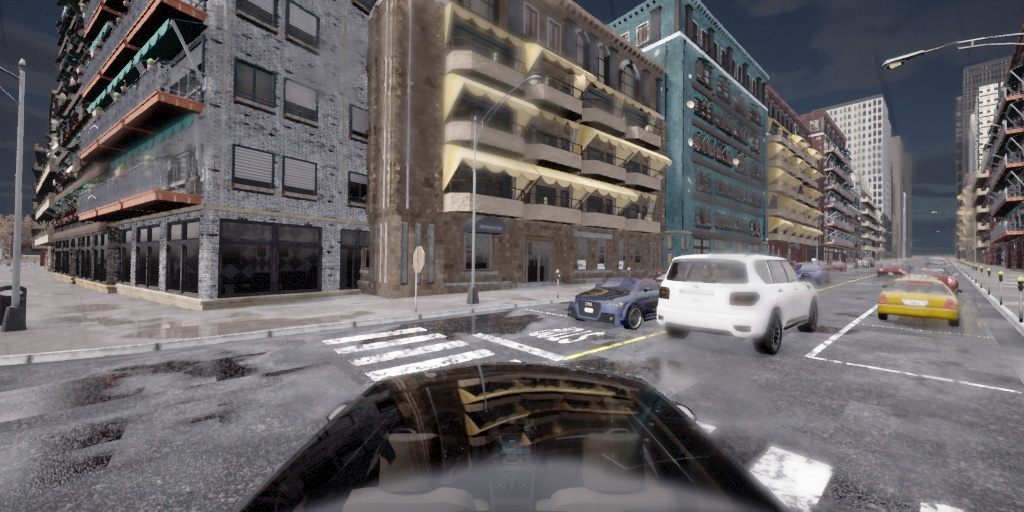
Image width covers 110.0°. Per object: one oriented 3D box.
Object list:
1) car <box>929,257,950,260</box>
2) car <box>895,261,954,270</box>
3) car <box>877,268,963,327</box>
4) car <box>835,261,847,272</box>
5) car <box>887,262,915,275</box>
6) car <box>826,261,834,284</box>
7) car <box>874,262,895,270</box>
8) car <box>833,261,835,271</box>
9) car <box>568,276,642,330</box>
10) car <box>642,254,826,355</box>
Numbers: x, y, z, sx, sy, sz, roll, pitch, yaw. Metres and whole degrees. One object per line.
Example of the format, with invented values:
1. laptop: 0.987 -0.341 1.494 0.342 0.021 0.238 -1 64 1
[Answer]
1. car: 47.022 1.198 39.624 4.097 1.591 1.967 0 0 -40
2. car: 21.414 1.198 18.424 4.097 1.591 1.967 0 0 -40
3. car: 13.009 1.279 11.467 4.829 1.417 1.751 0 0 -40
4. car: 41.638 1.325 46.047 4.507 1.381 1.888 0 0 -40
5. car: 44.153 1.366 40.646 4.718 1.301 1.895 0 0 -39
6. car: 21.657 1.300 26.119 4.674 1.442 1.812 0 0 -40
7. car: 36.416 1.368 34.224 4.718 1.301 1.895 0 0 -40
8. car: 33.101 1.222 38.980 4.097 1.591 1.967 0 0 -40
9. car: 3.673 1.329 11.261 4.181 1.385 1.994 0 0 -40
10. car: 5.820 0.978 9.013 5.566 2.045 2.150 0 0 -40
